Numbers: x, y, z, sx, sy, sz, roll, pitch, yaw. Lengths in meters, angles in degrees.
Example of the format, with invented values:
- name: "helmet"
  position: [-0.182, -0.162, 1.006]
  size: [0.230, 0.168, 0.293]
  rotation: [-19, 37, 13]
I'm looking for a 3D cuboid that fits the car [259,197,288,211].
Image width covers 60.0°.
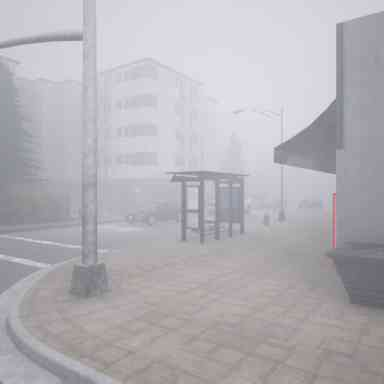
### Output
- name: "car"
  position: [9.488, 1.301, 38.587]
  size: [1.882, 1.535, 5.008]
  rotation: [0, 0, 36]

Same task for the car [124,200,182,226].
- name: "car"
  position: [-2.342, 1.328, 22.191]
  size: [1.837, 1.490, 4.892]
  rotation: [0, 0, 36]

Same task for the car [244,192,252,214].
- name: "car"
  position: [3.544, 1.045, 30.373]
  size: [2.150, 2.045, 5.566]
  rotation: [0, 0, 36]

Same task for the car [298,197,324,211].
- name: "car"
  position: [13.719, 1.326, 38.218]
  size: [1.837, 1.490, 4.892]
  rotation: [0, -1, 36]
